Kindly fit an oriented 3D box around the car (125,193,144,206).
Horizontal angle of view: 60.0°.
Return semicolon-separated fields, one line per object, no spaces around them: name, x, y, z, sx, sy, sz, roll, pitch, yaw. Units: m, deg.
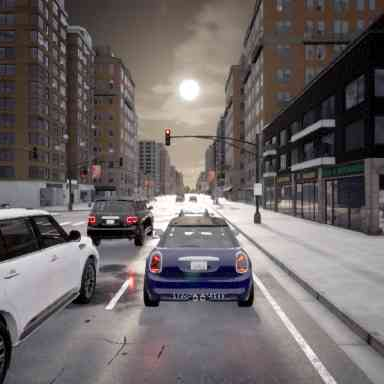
car;-9.627;1.247;56.379;2.150;2.045;5.566;0;0;1

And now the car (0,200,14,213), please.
car;-22.018;1.597;36.065;4.313;1.339;1.947;0;0;0

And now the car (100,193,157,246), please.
car;-3.096;1.225;15.341;2.150;2.045;5.566;0;0;0

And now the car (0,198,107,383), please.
car;-3.138;1.222;4.988;2.150;2.045;5.566;0;0;1

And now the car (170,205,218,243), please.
car;0.118;1.495;17.213;2.128;1.511;4.902;0;0;1

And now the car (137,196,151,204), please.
car;-9.525;1.598;66.385;1.994;1.385;4.181;0;0;1

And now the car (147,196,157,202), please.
car;-9.461;1.622;78.550;1.895;1.301;4.718;0;0;0

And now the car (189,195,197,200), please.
car;0.325;1.497;88.225;1.994;1.385;4.181;0;0;0

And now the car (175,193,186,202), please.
car;-2.963;1.584;77.815;2.033;1.411;5.357;0;0;0

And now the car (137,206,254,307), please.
car;0.127;1.353;8.145;2.097;1.767;4.553;0;0;0

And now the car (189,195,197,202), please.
car;0.289;1.569;78.217;1.812;1.442;4.674;0;0;0

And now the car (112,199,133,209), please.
car;-9.682;1.619;46.654;1.895;1.301;4.718;0;0;0

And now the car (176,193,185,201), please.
car;-2.925;1.169;88.267;2.150;2.045;5.566;0;0;0
